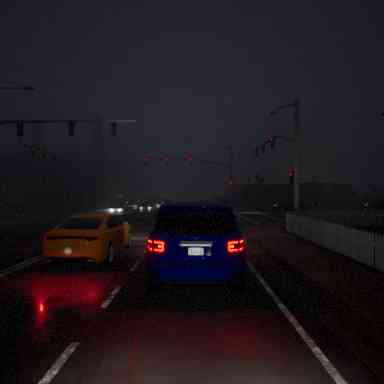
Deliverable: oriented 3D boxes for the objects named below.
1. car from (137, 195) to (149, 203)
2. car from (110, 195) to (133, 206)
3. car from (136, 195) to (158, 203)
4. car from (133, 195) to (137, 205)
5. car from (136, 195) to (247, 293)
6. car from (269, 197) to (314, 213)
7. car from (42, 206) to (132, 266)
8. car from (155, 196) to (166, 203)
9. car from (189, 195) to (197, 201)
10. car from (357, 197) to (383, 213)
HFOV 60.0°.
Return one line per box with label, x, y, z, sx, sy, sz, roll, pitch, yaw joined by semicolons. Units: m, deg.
car;-10.335;1.478;70.628;1.882;1.535;5.008;0;0;0
car;-10.484;1.491;48.217;2.128;1.511;4.902;0;0;0
car;-6.973;1.547;52.215;2.033;1.411;5.357;0;0;0
car;-10.442;1.352;58.035;2.097;1.767;4.553;0;0;0
car;0.083;1.221;9.007;2.150;2.045;5.566;0;0;0
car;10.731;1.352;36.062;4.553;1.767;2.097;0;0;-1
car;-3.397;1.478;11.629;1.882;1.535;5.008;0;0;0
car;-6.831;1.524;72.110;1.812;1.442;4.674;0;0;0
car;0.208;1.540;88.996;2.033;1.411;5.357;0;0;0
car;20.513;1.352;36.282;4.553;1.767;2.097;0;0;-1
